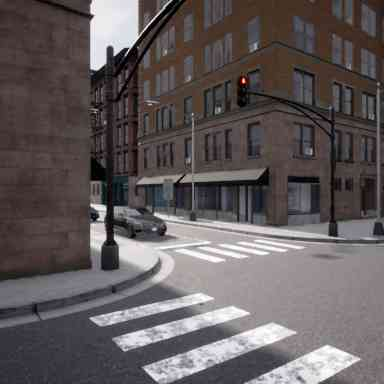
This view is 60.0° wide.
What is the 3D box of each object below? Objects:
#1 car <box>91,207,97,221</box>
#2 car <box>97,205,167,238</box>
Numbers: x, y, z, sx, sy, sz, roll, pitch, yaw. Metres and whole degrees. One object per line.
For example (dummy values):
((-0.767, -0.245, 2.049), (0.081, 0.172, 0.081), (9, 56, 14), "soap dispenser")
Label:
((-8.738, 1.397, 25.186), (2.033, 1.411, 5.357), (0, 0, -36), "car")
((-3.081, 1.436, 17.262), (1.812, 1.442, 4.674), (0, 0, -35), "car")
